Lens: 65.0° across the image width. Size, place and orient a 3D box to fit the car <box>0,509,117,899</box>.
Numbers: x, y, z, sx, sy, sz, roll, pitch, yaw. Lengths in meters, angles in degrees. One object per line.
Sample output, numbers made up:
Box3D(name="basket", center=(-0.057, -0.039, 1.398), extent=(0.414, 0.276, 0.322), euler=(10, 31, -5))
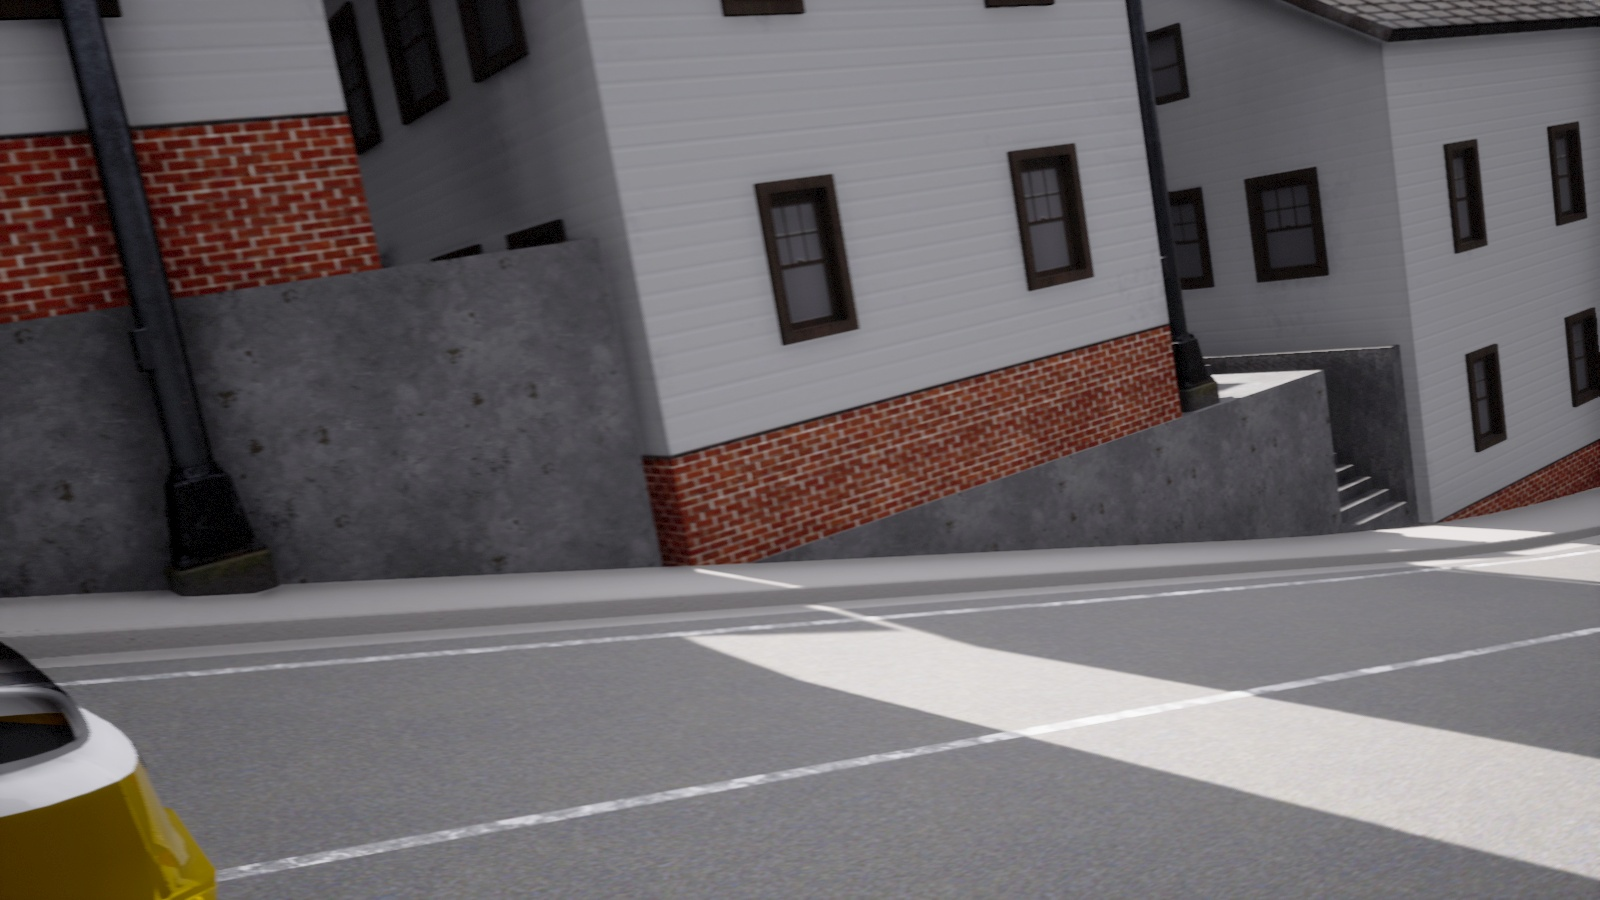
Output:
Box3D(name="car", center=(-2.417, 0.827, 1.964), extent=(2.207, 1.376, 1.481), euler=(1, -1, -35))
